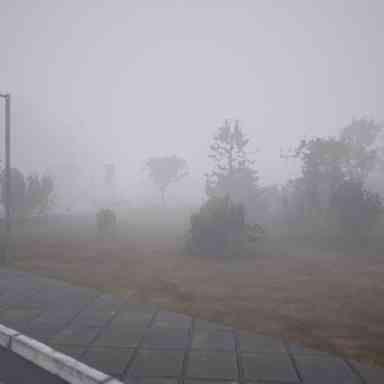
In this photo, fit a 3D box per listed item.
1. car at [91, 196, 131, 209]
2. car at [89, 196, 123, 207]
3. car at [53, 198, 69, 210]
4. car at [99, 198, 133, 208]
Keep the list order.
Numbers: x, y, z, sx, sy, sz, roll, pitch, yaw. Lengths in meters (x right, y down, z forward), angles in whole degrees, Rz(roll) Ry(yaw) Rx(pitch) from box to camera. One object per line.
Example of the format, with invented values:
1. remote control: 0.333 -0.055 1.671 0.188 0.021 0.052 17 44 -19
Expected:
1. car: -10.888 1.454 43.734 2.128 1.511 4.902 0 0 39
2. car: -13.413 1.397 52.063 1.882 1.535 5.008 0 1 39
3. car: -17.685 1.484 41.197 2.128 1.511 4.902 0 0 39
4. car: -11.215 1.529 49.217 1.895 1.301 4.718 0 1 39
